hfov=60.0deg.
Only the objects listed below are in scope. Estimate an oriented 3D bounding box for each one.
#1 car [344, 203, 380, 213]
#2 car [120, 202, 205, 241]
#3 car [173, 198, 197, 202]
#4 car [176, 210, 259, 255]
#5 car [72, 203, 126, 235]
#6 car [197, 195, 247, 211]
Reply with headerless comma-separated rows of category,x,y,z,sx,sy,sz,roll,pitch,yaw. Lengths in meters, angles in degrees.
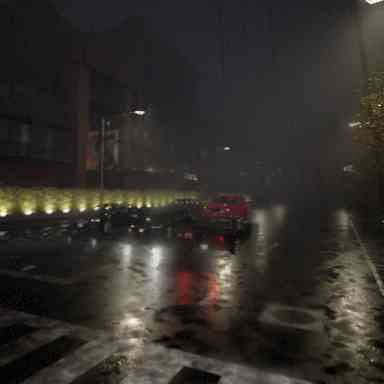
car,22.099,2.096,43.106,4.718,1.301,1.895,1,0,-25
car,-1.232,1.451,16.678,1.837,1.490,4.892,1,0,24
car,-0.695,1.298,26.558,2.097,1.767,4.553,1,0,24
car,1.349,1.616,13.482,1.895,1.301,4.718,1,0,24
car,-4.379,1.357,18.211,2.128,1.511,4.902,1,0,24
car,2.681,1.254,25.528,2.150,2.045,5.566,1,0,24
